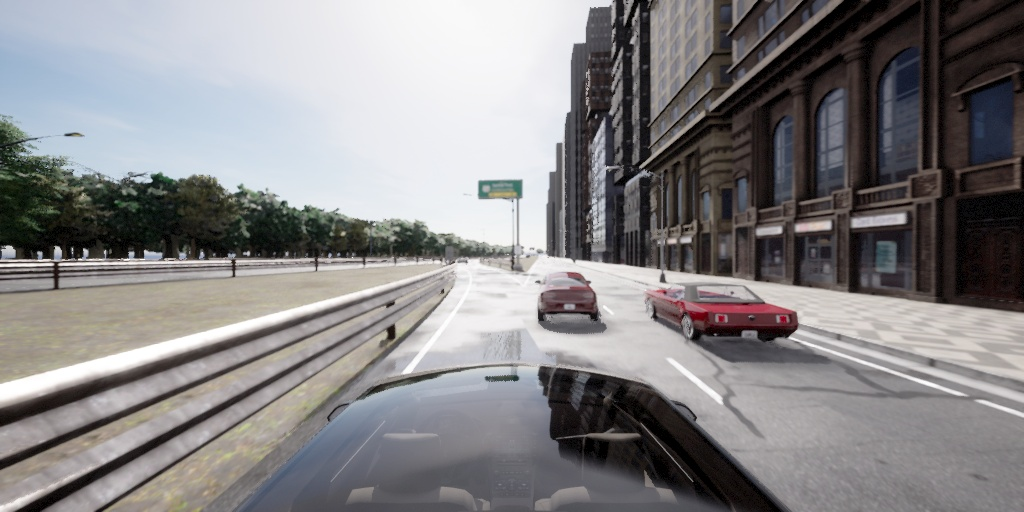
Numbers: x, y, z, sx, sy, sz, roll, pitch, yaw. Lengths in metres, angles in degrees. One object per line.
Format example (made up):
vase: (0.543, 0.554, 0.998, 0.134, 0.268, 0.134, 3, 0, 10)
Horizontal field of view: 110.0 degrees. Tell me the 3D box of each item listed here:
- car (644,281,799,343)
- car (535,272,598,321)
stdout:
car: (5.090, 1.325, 9.625, 1.895, 1.301, 4.718, 0, 0, 4)
car: (1.794, 1.256, 12.361, 1.812, 1.442, 4.674, 0, 0, 4)
